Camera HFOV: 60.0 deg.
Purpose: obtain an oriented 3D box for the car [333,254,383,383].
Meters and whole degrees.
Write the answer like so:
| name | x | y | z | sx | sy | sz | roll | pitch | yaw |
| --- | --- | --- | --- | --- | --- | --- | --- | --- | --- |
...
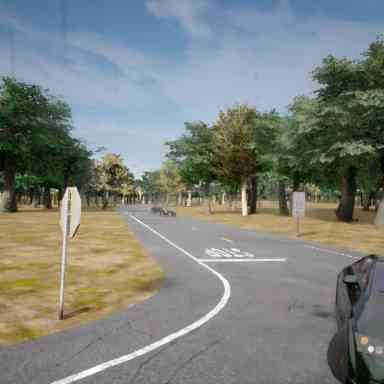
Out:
| name | x | y | z | sx | sy | sz | roll | pitch | yaw |
| --- | --- | --- | --- | --- | --- | --- | --- | --- | --- |
| car | 3.144 | 1.644 | 4.681 | 1.994 | 1.385 | 4.181 | 1 | -1 | 22 |

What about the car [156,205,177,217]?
| name | x | y | z | sx | sy | sz | roll | pitch | yaw |
| --- | --- | --- | --- | --- | --- | --- | --- | --- | --- |
| car | -3.553 | 2.851 | 48.067 | 1.895 | 1.301 | 4.718 | 3 | -2 | -14 |

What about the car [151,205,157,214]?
| name | x | y | z | sx | sy | sz | roll | pitch | yaw |
| --- | --- | --- | --- | --- | --- | --- | --- | --- | --- |
| car | -5.831 | 2.962 | 56.908 | 1.882 | 1.535 | 5.008 | 3 | -2 | -14 |
